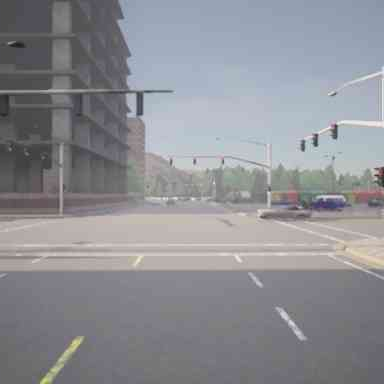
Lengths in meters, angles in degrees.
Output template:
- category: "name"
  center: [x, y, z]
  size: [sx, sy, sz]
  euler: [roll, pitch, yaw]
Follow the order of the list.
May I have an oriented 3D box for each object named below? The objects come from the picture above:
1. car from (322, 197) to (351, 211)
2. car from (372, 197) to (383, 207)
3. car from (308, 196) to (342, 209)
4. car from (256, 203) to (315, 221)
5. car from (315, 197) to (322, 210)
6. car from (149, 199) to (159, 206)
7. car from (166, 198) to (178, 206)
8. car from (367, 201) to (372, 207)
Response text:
- category: "car"
  center: [24.508, 1.975, 55.808]
  size: [3.806, 1.475, 1.970]
  euler: [0, -1, 0]
- category: "car"
  center: [39.502, 1.836, 66.963]
  size: [4.605, 1.855, 1.932]
  euler: [0, -1, 0]
- category: "car"
  center: [24.449, 1.786, 61.389]
  size: [4.605, 1.855, 1.932]
  euler: [0, -1, 0]
- category: "car"
  center: [8.250, 1.904, 30.193]
  size: [4.718, 1.301, 1.895]
  euler: [0, -1, 0]
- category: "car"
  center: [24.504, 1.971, 58.703]
  size: [3.905, 1.438, 1.784]
  euler: [0, -1, 0]
- category: "car"
  center: [-7.910, 2.189, 70.123]
  size: [1.812, 1.442, 4.674]
  euler: [0, -1, 0]
- category: "car"
  center: [-4.410, 2.165, 70.153]
  size: [1.837, 1.490, 4.892]
  euler: [0, -1, 0]
- category: "car"
  center: [39.561, 2.074, 69.858]
  size: [3.905, 1.438, 1.784]
  euler: [0, -1, 0]
